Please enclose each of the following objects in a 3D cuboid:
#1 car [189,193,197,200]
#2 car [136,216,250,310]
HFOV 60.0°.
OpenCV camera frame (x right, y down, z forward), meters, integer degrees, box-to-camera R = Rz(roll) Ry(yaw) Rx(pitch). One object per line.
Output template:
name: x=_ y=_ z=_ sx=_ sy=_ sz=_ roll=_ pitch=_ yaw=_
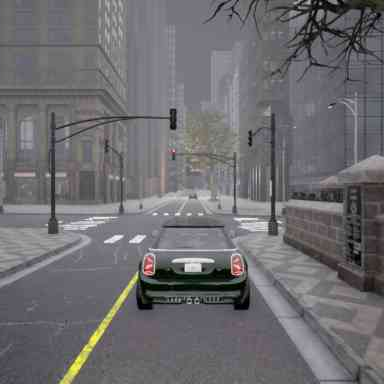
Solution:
car: x=0.243 y=0.940 z=81.241 sx=2.097 sy=1.767 sz=4.553 roll=0 pitch=1 yaw=0
car: x=0.035 y=1.352 z=7.982 sx=2.097 sy=1.767 sz=4.553 roll=0 pitch=0 yaw=0
